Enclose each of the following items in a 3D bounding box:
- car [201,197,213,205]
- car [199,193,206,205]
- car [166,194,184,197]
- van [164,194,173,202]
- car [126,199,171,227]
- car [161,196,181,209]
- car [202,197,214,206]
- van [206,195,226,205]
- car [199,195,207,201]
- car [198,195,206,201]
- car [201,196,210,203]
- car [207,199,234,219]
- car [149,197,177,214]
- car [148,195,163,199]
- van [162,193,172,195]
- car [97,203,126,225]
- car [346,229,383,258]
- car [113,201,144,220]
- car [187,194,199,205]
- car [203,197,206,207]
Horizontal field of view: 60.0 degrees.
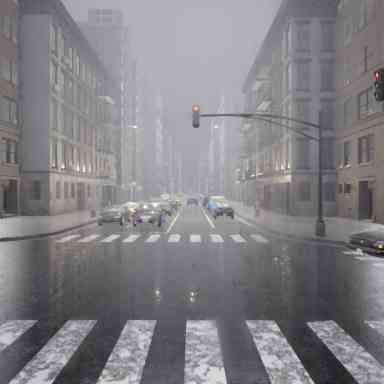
[{"bbox_3d":[2.652,1.546,61.348,2.008,1.369,4.403,0,0,0],"label":"car"},{"bbox_3d":[2.649,1.311,50.535,2.192,1.841,5.009,0,0,0],"label":"car"},{"bbox_3d":[-2.793,1.474,53.024,1.882,1.535,5.008,0,0,1],"label":"car"},{"bbox_3d":[-5.434,1.336,77.566,1.690,1.788,3.998,0,0,0],"label":"van"},{"bbox_3d":[-2.847,1.490,22.872,2.128,1.511,4.902,0,0,0],"label":"car"},{"bbox_3d":[-2.832,1.560,42.769,1.994,1.385,4.181,0,0,1],"label":"car"},{"bbox_3d":[2.650,1.562,55.942,1.947,1.339,4.313,0,0,0],"label":"car"},{"bbox_3d":[2.643,1.338,34.317,1.690,1.788,3.998,0,0,0],"label":"van"},{"bbox_3d":[2.660,1.539,82.973,1.887,1.381,4.507,0,0,0],"label":"car"},{"bbox_3d":[2.661,1.560,88.379,1.947,1.339,4.313,0,0,0],"label":"car"},{"bbox_3d":[2.654,1.521,66.923,1.752,1.417,4.829,0,0,0],"label":"car"},{"bbox_3d":[2.641,1.548,28.910,2.008,1.369,4.403,0,0,0],"label":"car"},{"bbox_3d":[-2.843,1.544,32.755,2.033,1.411,5.357,0,0,0],"label":"car"},{"bbox_3d":[-5.407,1.436,45.129,1.967,1.590,4.097,0,0,0],"label":"car"},{"bbox_3d":[-5.425,1.337,66.753,1.690,1.788,3.998,0,0,0],"label":"van"},{"bbox_3d":[-5.389,1.549,23.504,2.008,1.369,4.403,0,0,0],"label":"car"},{"bbox_3d":[8.275,1.599,11.461,5.357,1.411,2.033,0,0,-6],"label":"car"},{"bbox_3d":[-5.393,1.523,28.740,1.752,1.417,4.829,0,0,0],"label":"car"},{"bbox_3d":[0.103,1.501,57.073,1.837,1.490,4.892,0,0,0],"label":"car"},{"bbox_3d":[2.645,1.578,39.723,1.802,1.307,4.206,0,0,0],"label":"car"}]
